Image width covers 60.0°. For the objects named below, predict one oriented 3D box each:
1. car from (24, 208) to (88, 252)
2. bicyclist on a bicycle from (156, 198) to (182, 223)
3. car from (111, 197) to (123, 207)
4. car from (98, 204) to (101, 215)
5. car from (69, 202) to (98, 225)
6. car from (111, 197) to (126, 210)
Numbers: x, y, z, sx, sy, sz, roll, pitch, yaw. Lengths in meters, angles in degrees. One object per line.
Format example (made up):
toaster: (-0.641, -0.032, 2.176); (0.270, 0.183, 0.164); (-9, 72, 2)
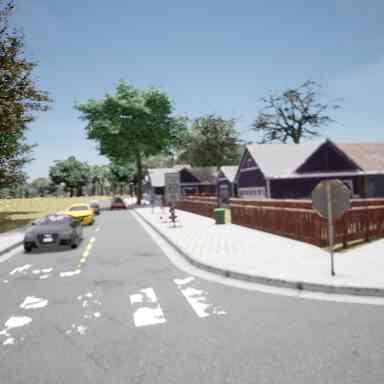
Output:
car: (-6.061, 1.696, 14.929); (1.994, 1.385, 4.181); (-3, 1, -13)
bicyclist on a bicycle: (-1.496, 1.144, 21.090); (1.656, 1.620, 0.582); (-3, 1, -13)
car: (-12.364, 1.578, 54.795); (1.837, 1.490, 4.892); (-3, 1, -13)
car: (-10.694, 1.754, 35.013); (1.994, 1.385, 4.181); (-3, 1, -13)
car: (-8.387, 1.640, 24.957); (1.882, 1.535, 5.008); (-3, 1, -13)
car: (-10.000, 1.622, 45.019); (1.994, 1.385, 4.181); (-3, 1, -13)
